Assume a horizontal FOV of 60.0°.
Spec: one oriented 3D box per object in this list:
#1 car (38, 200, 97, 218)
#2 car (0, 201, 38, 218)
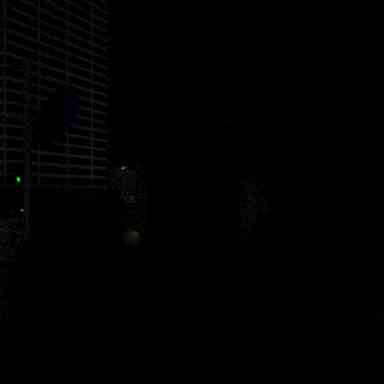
[{"bbox_3d":[-11.142,1.478,30.767,1.882,1.535,5.008,0,0,35],"label":"car"},{"bbox_3d":[-15.514,1.547,30.647,2.033,1.411,5.357,0,0,35],"label":"car"}]
